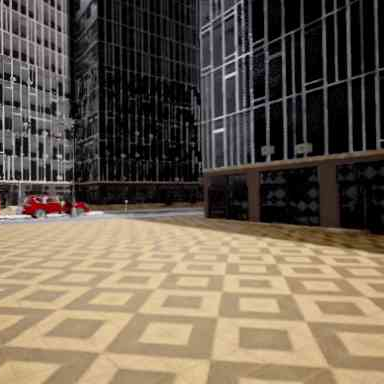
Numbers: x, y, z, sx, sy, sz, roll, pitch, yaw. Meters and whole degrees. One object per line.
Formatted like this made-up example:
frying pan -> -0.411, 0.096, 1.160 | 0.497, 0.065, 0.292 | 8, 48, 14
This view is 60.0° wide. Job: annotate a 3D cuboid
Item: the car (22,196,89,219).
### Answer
car -> -10.944, 1.202, 26.786 | 5.009, 1.841, 2.192 | 0, -1, -36
